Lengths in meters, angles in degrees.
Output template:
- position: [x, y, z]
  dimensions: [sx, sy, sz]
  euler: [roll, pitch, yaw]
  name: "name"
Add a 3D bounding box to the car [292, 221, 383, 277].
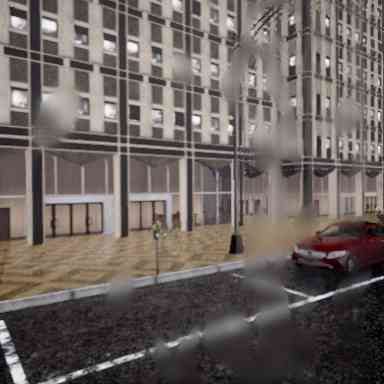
- position: [4.812, 1.550, 10.004]
  dimensions: [4.206, 1.307, 1.802]
  euler: [0, 0, -36]
  name: "car"
